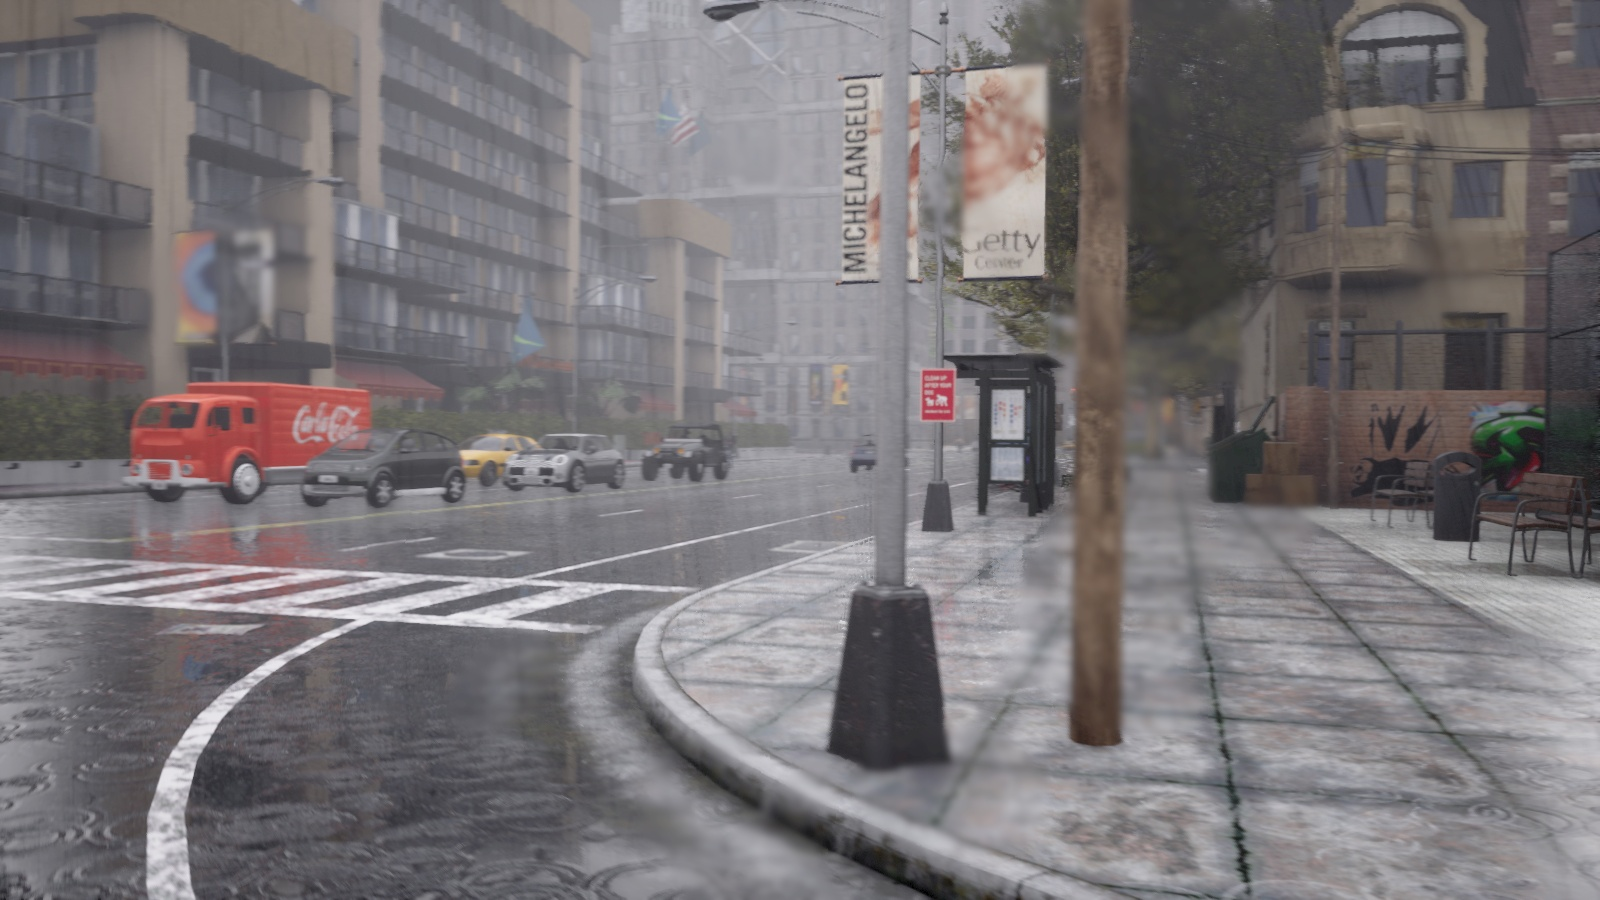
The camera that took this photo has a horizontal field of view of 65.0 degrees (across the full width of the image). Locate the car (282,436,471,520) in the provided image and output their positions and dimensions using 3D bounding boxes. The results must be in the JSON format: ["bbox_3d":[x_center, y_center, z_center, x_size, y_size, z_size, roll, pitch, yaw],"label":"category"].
[{"bbox_3d":[-8.369,0.493,25.141,1.789,1.549,3.705,0,1,16],"label":"car"}]

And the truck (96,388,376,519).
[{"bbox_3d":[-11.634,0.037,26.433,2.627,2.467,5.204,0,1,16],"label":"truck"}]

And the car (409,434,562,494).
[{"bbox_3d":[-8.883,0.336,36.022,1.801,1.575,5.366,0,1,16],"label":"car"}]

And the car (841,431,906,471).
[{"bbox_3d":[3.120,0.024,52.556,1.851,1.617,3.988,0,1,16],"label":"car"}]

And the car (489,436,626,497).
[{"bbox_3d":[-6.211,0.380,32.644,1.970,1.475,3.806,0,1,16],"label":"car"}]

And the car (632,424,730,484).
[{"bbox_3d":[-3.832,0.101,40.975,1.905,1.878,3.866,0,1,16],"label":"car"}]
